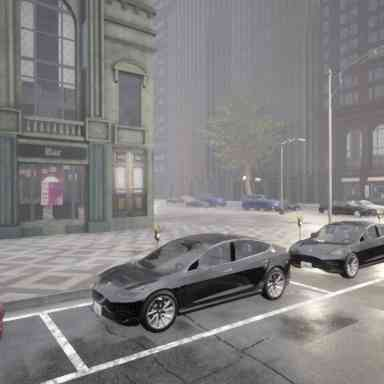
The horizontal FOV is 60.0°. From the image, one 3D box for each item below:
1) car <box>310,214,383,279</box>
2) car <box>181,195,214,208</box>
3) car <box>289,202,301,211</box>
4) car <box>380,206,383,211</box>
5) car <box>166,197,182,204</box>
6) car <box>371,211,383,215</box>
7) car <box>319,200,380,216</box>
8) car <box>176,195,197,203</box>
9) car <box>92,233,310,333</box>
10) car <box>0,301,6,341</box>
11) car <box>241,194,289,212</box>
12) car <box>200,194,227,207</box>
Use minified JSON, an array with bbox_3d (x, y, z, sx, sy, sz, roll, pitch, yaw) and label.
[{"bbox_3d":[4.793,1.566,10.063,4.313,1.339,1.947,0,0,-35],"label":"car"},{"bbox_3d":[0.830,1.664,50.854,1.812,1.442,4.674,0,0,-35],"label":"car"},{"bbox_3d":[11.063,1.633,42.114,2.033,1.411,5.357,0,0,-35],"label":"car"},{"bbox_3d":[17.220,1.582,33.504,1.812,1.442,4.674,0,0,-33],"label":"car"},{"bbox_3d":[-3.578,1.682,68.320,1.812,1.442,4.674,0,0,-36],"label":"car"},{"bbox_3d":[9.384,1.552,13.334,4.403,1.369,2.008,0,0,-35],"label":"car"},{"bbox_3d":[14.576,1.549,31.609,1.882,1.535,5.008,0,0,-37],"label":"car"},{"bbox_3d":[-1.179,1.470,70.550,1.882,1.535,5.008,0,0,-36],"label":"car"},{"bbox_3d":[0.203,1.566,6.792,4.313,1.339,1.947,0,0,-35],"label":"car"},{"bbox_3d":[-4.387,1.582,3.521,4.206,1.307,1.802,0,0,-35],"label":"car"},{"bbox_3d":[8.418,1.319,40.218,2.150,2.045,5.566,0,1,-36],"label":"car"},{"bbox_3d":[3.184,1.346,53.147,2.150,2.045,5.566,0,0,-35],"label":"car"}]
